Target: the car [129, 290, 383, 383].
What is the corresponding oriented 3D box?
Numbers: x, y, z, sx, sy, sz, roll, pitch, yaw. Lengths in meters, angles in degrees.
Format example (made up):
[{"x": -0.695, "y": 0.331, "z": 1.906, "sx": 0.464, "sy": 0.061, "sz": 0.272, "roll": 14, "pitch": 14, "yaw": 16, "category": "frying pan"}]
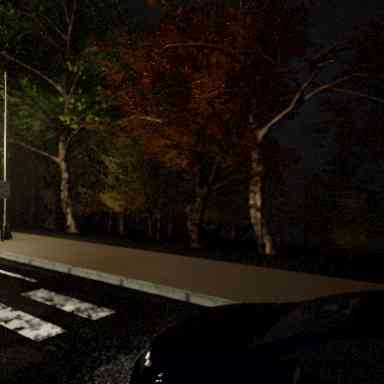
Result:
[{"x": 1.464, "y": 1.564, "z": 2.642, "sx": 4.181, "sy": 1.385, "sz": 1.994, "roll": 0, "pitch": 0, "yaw": 35, "category": "car"}]
